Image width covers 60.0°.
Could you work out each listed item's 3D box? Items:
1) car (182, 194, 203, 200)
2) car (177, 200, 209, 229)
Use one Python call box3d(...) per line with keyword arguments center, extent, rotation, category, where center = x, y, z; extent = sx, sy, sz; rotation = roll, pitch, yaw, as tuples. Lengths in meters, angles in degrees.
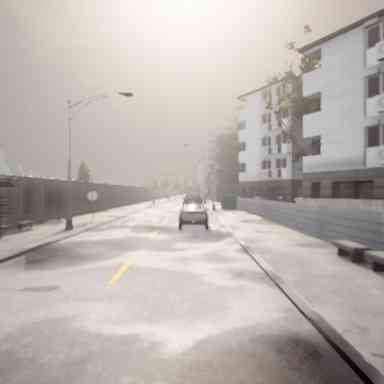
box3d(center=(0.090, 1.222, 37.979), extent=(2.150, 2.045, 5.566), rotation=(0, 0, 0), category="car")
box3d(center=(0.093, 1.489, 21.346), extent=(2.128, 1.511, 4.902), rotation=(0, 0, 0), category="car")
